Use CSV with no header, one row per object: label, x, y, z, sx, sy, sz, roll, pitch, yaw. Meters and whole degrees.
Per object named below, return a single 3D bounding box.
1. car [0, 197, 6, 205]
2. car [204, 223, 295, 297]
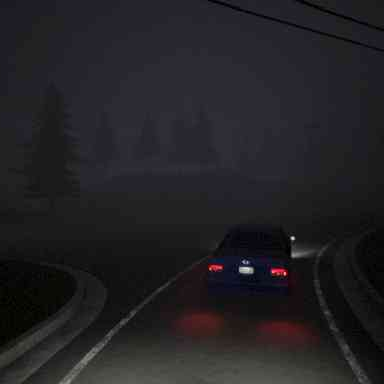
car,-33.821,1.519,57.760,4.674,1.442,1.812,0,-1,42
car,1.704,1.546,8.792,2.033,1.411,5.357,0,0,15
